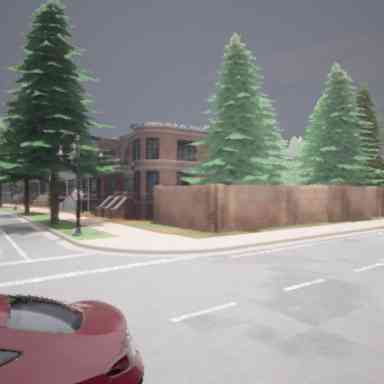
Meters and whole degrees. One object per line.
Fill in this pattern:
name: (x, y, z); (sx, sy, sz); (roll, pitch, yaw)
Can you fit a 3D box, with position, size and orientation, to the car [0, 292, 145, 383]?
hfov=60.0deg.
car: (-2.572, 1.531, 2.142); (4.674, 1.442, 1.812); (0, 0, -36)
